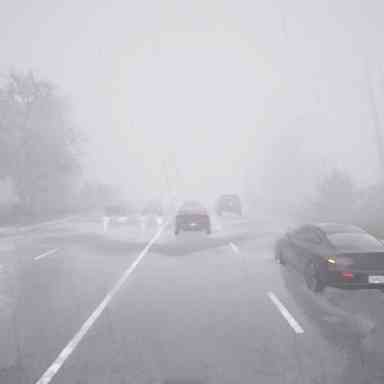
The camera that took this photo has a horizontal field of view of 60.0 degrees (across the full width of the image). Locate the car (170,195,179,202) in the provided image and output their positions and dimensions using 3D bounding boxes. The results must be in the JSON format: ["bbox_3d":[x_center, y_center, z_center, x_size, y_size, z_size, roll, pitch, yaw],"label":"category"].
[{"bbox_3d":[-3.783,1.405,72.885,1.837,1.490,4.892,0,0,0],"label":"car"}]

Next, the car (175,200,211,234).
[{"bbox_3d":[0.031,1.481,19.254,1.882,1.535,5.008,0,0,0],"label":"car"}]

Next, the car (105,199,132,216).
[{"bbox_3d":[-7.218,1.487,33.030,1.882,1.535,5.008,0,0,0],"label":"car"}]

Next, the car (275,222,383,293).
[{"bbox_3d":[3.569,1.525,8.756,1.812,1.442,4.674,0,0,0],"label":"car"}]

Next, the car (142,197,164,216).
[{"bbox_3d":[-3.716,1.533,32.332,1.812,1.442,4.674,0,0,0],"label":"car"}]

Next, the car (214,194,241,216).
[{"bbox_3d":[3.477,1.225,32.697,2.150,2.045,5.566,0,0,0],"label":"car"}]
